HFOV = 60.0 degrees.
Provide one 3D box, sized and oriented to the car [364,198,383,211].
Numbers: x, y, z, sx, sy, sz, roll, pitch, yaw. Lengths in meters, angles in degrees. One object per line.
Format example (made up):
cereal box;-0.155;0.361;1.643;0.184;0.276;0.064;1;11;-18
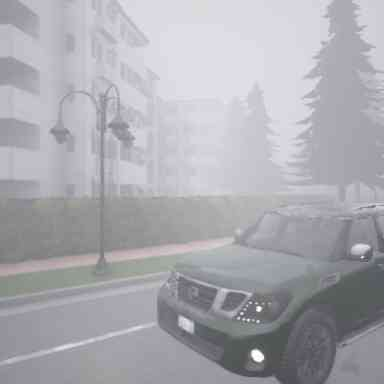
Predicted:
car;23.655;1.494;41.651;1.882;1.535;5.008;0;0;4

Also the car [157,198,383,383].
car;2.158;1.223;5.596;5.566;2.045;2.150;0;0;-36
